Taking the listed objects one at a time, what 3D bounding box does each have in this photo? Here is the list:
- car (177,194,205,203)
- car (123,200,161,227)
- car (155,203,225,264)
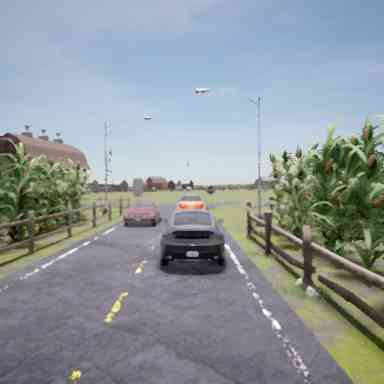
[{"bbox_3d":[-0.059,0.957,25.424,2.097,1.767,4.553,0,1,0],"label":"car"},{"bbox_3d":[-2.938,1.204,20.389,1.812,1.442,4.674,0,1,0],"label":"car"},{"bbox_3d":[0.020,1.331,11.058,1.837,1.490,4.892,0,1,0],"label":"car"}]
